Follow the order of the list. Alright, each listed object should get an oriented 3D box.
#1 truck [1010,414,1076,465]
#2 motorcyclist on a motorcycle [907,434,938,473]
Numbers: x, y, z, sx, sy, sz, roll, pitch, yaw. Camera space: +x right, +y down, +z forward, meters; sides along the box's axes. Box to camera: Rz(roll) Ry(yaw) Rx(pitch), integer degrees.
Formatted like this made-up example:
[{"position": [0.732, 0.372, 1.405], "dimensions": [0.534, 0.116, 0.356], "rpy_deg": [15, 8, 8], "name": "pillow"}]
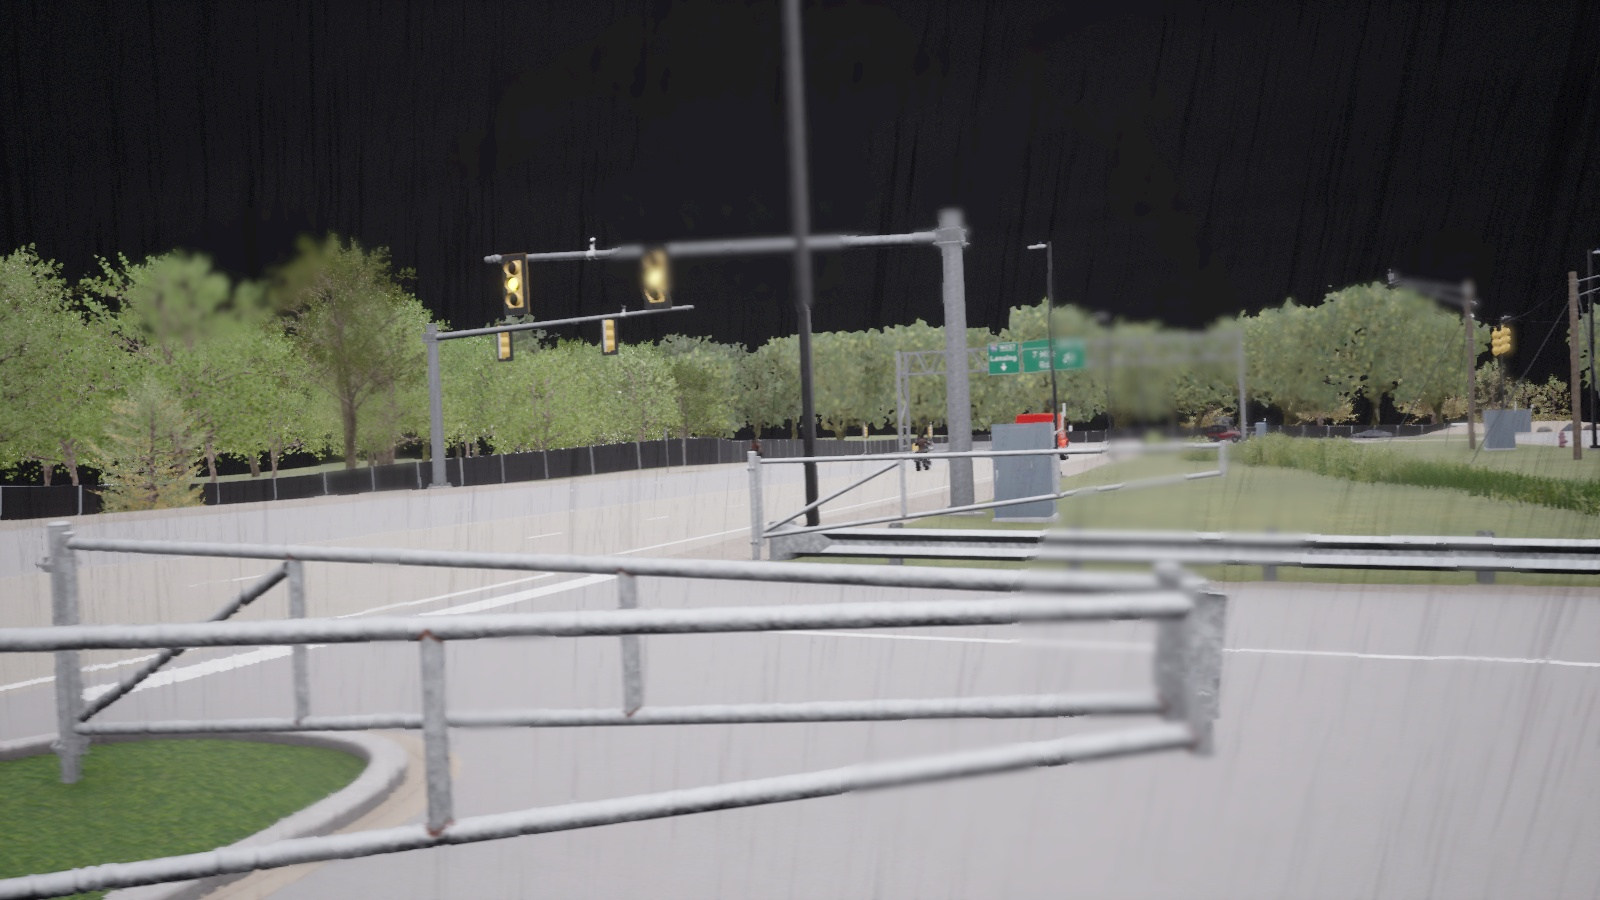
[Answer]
[{"position": [12.751, -0.549, 65.626], "dimensions": [2.627, 2.467, 5.204], "rpy_deg": [-2, 0, 18], "name": "truck"}, {"position": [5.328, 0.149, 54.396], "dimensions": [0.766, 1.649, 2.350], "rpy_deg": [-2, 0, 18], "name": "motorcyclist on a motorcycle"}]
